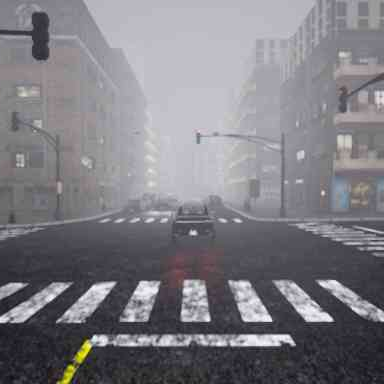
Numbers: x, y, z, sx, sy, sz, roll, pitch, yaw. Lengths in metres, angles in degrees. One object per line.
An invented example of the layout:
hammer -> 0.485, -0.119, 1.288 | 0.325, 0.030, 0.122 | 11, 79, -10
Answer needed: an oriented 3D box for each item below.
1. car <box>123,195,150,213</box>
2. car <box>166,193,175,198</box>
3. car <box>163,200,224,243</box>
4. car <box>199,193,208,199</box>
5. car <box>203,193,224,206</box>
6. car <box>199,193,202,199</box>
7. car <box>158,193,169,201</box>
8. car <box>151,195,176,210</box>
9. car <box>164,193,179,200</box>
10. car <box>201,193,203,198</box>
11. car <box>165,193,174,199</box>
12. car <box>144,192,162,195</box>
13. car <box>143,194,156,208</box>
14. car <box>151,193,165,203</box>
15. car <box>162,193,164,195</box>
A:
car -> -5.716, 1.322, 33.523 | 1.947, 1.339, 4.313 | 0, 0, 0
car -> -5.759, 0.923, 90.346 | 2.008, 1.369, 4.403 | 0, 0, 0
car -> 0.059, 1.350, 15.291 | 2.128, 1.511, 4.902 | -1, 1, 0
car -> 2.630, 0.998, 78.990 | 2.008, 1.369, 4.403 | 0, 0, 0
car -> 2.660, 1.157, 39.213 | 1.967, 1.590, 4.097 | 0, 0, 0
car -> 2.648, 1.181, 56.261 | 1.802, 1.307, 4.206 | 0, 0, 0
car -> -5.741, 0.962, 67.617 | 1.967, 1.590, 4.097 | 0, 0, 0
car -> -3.123, 1.329, 37.465 | 1.895, 1.301, 4.718 | 0, 0, 0
car -> -3.100, 1.152, 55.344 | 2.033, 1.411, 5.357 | 0, 0, 0
car -> 2.656, 1.117, 44.896 | 1.967, 1.590, 4.097 | 0, 0, 0
car -> -5.754, 0.960, 84.664 | 2.008, 1.369, 4.403 | 0, 0, 0
car -> -5.725, 0.992, 44.887 | 2.192, 1.841, 5.009 | 0, 0, 0
car -> -5.720, 1.243, 39.036 | 1.752, 1.417, 4.829 | 0, 0, 0
car -> -5.733, 1.039, 56.252 | 1.967, 1.590, 4.097 | 0, 0, 0
car -> -5.728, 1.164, 50.400 | 1.752, 1.417, 4.829 | 0, 0, 0
